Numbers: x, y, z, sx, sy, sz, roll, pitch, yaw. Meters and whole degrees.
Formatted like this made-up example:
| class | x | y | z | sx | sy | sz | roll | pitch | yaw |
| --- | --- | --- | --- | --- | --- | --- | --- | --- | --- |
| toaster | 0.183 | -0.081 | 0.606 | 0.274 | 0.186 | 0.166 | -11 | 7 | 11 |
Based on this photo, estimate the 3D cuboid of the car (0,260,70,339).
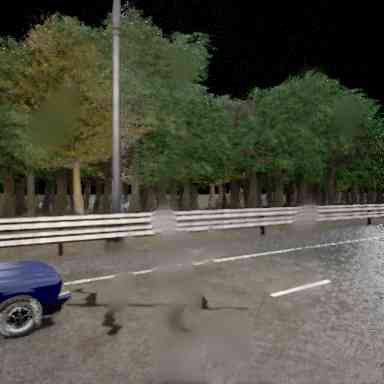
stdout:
| class | x | y | z | sx | sy | sz | roll | pitch | yaw |
| --- | --- | --- | --- | --- | --- | --- | --- | --- | --- |
| car | -4.383 | 1.594 | 4.890 | 4.718 | 1.301 | 1.895 | 0 | 0 | -36 |
